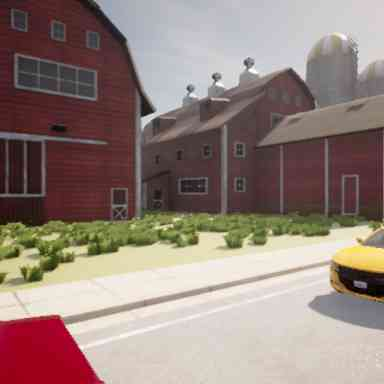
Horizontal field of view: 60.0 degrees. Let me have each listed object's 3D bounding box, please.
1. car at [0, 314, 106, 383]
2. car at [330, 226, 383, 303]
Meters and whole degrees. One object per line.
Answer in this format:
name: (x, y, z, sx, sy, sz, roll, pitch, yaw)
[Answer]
car: (-3.039, 1.614, 1.947, 4.718, 1.301, 1.895, 0, 0, -32)
car: (5.249, 1.509, 7.874, 5.008, 1.535, 1.882, 0, 0, -36)
